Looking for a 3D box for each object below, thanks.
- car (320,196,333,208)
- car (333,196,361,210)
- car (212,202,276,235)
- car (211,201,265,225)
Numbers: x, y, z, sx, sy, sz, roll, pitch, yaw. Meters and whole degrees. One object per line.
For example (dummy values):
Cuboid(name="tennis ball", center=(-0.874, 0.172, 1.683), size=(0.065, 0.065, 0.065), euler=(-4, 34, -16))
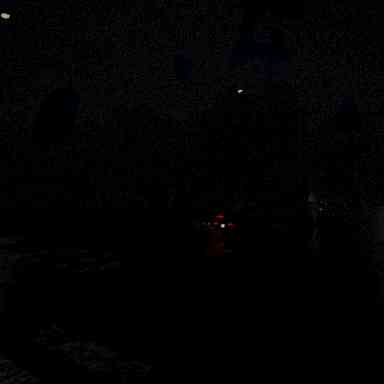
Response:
Cuboid(name="car", center=(18.455, 1.323, 44.136), size=(1.837, 1.490, 4.892), euler=(0, -1, 37))
Cuboid(name="car", center=(18.930, 1.301, 39.921), size=(2.128, 1.511, 4.902), euler=(0, 0, 36))
Cuboid(name="car", center=(2.917, 1.357, 17.991), size=(1.837, 1.490, 4.892), euler=(0, 0, 36))
Cuboid(name="car", center=(3.345, 1.398, 23.578), size=(1.994, 1.385, 4.181), euler=(0, 0, 36))
